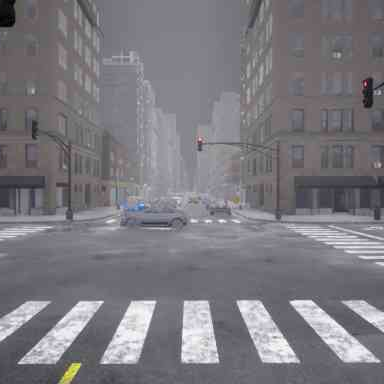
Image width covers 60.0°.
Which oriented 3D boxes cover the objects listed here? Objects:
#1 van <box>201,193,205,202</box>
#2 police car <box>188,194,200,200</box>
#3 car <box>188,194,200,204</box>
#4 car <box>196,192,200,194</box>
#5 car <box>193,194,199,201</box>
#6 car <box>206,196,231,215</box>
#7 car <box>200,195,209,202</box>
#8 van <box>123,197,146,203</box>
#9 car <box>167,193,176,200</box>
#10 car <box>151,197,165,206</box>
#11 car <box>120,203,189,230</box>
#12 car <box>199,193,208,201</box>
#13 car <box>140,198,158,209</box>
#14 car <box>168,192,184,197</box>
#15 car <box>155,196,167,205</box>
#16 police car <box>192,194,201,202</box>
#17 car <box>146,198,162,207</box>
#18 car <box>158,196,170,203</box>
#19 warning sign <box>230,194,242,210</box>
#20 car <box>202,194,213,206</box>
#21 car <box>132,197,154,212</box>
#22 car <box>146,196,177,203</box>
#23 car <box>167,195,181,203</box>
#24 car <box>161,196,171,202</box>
[{"bbox_3d":[2.838,1.344,56.066,1.690,1.788,3.998,0,0,0],"label":"van"},{"bbox_3d":[0.567,1.414,95.408,1.930,1.638,5.238,0,0,-16],"label":"police car"},{"bbox_3d":[0.193,1.602,62.987,1.895,1.301,4.718,0,0,0],"label":"car"},{"bbox_3d":[0.224,1.291,72.961,1.882,1.535,5.008,0,0,0],"label":"car"},{"bbox_3d":[1.062,1.447,89.580,1.801,1.575,5.366,0,0,0],"label":"car"},{"bbox_3d":[2.768,1.442,33.389,1.967,1.590,4.097,0,0,0],"label":"car"},{"bbox_3d":[2.909,1.436,78.743,1.967,1.590,4.097,0,0,0],"label":"car"},{"bbox_3d":[-5.758,1.343,33.413,1.690,1.788,3.998,0,0,0],"label":"van"},{"bbox_3d":[-5.582,1.306,90.096,2.192,1.841,5.009,0,0,0],"label":"car"},{"bbox_3d":[-5.687,1.568,56.087,1.947,1.339,4.313,0,0,0],"label":"car"},{"bbox_3d":[-2.290,1.564,20.629,4.181,1.385,1.994,0,0,0],"label":"car"},{"bbox_3d":[2.926,1.309,84.412,2.192,1.841,5.009,0,0,0],"label":"car"},{"bbox_3d":[-5.722,1.569,44.750,1.947,1.339,4.313,0,0,0],"label":"car"},{"bbox_3d":[-2.919,1.226,54.749,2.150,2.045,5.566,0,0,0],"label":"car"},{"bbox_3d":[-5.670,1.527,61.585,1.752,1.417,4.829,0,0,0],"label":"car"},{"bbox_3d":[1.040,1.421,79.485,1.930,1.638,5.238,0,0,-1],"label":"police car"},{"bbox_3d":[-5.705,1.585,50.418,1.802,1.307,4.206,0,0,0],"label":"car"},{"bbox_3d":[-5.652,1.566,67.423,1.947,1.339,4.313,0,0,0],"label":"car"},{"bbox_3d":[5.188,1.118,39.376,1.300,1.860,1.060,0,0,0],"label":"warning sign"},{"bbox_3d":[2.803,1.443,44.727,1.967,1.590,4.097,0,0,0],"label":"car"},{"bbox_3d":[-5.740,1.443,39.082,1.967,1.590,4.097,0,0,0],"label":"car"},{"bbox_3d":[-3.003,1.493,33.555,2.128,1.511,4.902,0,0,0],"label":"car"},{"bbox_3d":[-2.966,1.494,43.800,2.128,1.511,4.902,0,0,0],"label":"car"},{"bbox_3d":[-5.634,1.543,73.091,1.887,1.381,4.507,0,0,0],"label":"car"}]
